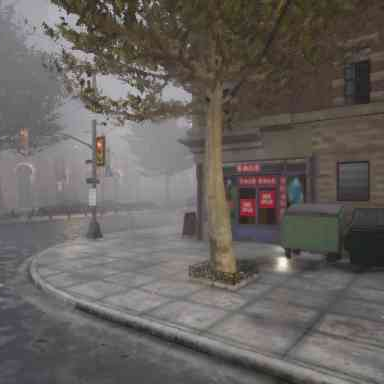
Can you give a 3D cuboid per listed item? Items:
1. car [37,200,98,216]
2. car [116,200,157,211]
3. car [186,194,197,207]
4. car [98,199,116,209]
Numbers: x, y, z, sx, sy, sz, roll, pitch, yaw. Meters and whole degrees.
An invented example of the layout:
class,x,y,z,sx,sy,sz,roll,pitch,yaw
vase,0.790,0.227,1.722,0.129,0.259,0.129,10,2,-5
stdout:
class,x,y,z,sx,sy,sz,roll,pitch,yaw
car,-12.510,1.547,33.172,2.033,1.411,5.357,0,0,36
car,-6.608,1.601,41.251,1.895,1.301,4.718,0,0,36
car,1.372,1.223,52.143,2.150,2.045,5.566,0,0,36
car,-12.005,1.595,45.138,1.895,1.301,4.718,0,0,36
